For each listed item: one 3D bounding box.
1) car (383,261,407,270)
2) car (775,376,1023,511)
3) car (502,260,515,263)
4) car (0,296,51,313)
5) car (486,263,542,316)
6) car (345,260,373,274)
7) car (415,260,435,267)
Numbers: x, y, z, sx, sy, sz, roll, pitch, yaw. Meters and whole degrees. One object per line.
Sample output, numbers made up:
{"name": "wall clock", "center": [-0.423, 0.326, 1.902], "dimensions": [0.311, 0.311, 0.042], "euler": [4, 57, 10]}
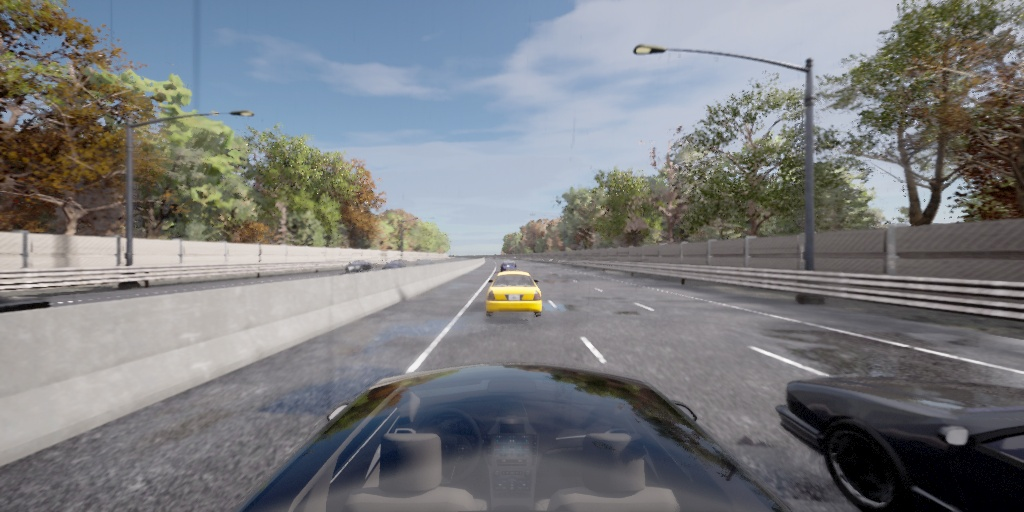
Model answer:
{"name": "car", "center": [-14.643, 1.326, 44.967], "dimensions": [1.994, 1.385, 4.181], "euler": [0, 0, -1]}
{"name": "car", "center": [3.595, 1.296, 1.146], "dimensions": [2.033, 1.411, 5.357], "euler": [0, 0, 0]}
{"name": "car", "center": [-0.445, 1.269, 44.424], "dimensions": [2.163, 1.488, 4.792], "euler": [0, 0, -1]}
{"name": "car", "center": [-10.613, 1.231, 5.413], "dimensions": [1.882, 1.535, 5.008], "euler": [0, 0, 0]}
{"name": "car", "center": [0.048, 1.210, 13.237], "dimensions": [1.801, 1.575, 5.366], "euler": [0, 0, 0]}
{"name": "car", "center": [-18.093, 1.252, 42.568], "dimensions": [2.128, 1.511, 4.902], "euler": [0, 0, -1]}
{"name": "car", "center": [-11.185, 1.241, 46.560], "dimensions": [1.882, 1.535, 5.008], "euler": [0, 0, -1]}
